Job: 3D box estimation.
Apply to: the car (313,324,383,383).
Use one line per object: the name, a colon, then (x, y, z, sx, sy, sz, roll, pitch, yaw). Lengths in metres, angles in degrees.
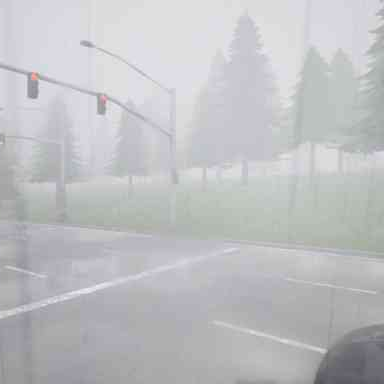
car: (3.180, 1.505, 1.718, 4.892, 1.490, 1.837, 0, 0, 36)
